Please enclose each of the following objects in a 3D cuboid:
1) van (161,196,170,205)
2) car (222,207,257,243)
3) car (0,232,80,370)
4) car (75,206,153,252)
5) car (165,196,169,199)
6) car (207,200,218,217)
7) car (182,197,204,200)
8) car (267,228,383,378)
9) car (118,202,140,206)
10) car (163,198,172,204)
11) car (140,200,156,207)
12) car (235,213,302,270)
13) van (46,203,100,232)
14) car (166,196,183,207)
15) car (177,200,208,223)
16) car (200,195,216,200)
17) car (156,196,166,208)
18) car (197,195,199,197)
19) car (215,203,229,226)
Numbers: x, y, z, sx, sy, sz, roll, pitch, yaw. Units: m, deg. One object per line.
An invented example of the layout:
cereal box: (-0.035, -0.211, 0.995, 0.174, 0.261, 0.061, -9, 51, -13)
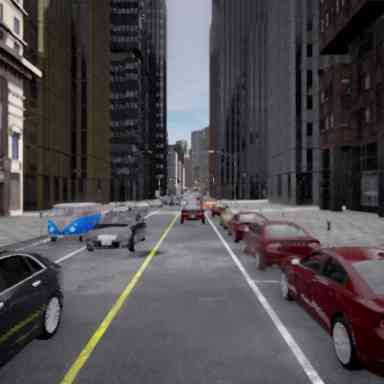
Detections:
van: (-5.757, 1.796, 71.933, 1.690, 1.788, 3.998, 0, 0, 0)
car: (2.777, 1.649, 16.665, 1.887, 1.381, 4.507, 0, 0, 0)
car: (-3.098, 1.530, 3.869, 1.837, 1.490, 4.892, 0, -1, 0)
car: (-3.087, 1.582, 14.477, 2.128, 1.511, 4.902, 0, 0, 0)
car: (-5.758, 1.734, 66.408, 2.192, 1.841, 5.009, 0, 0, 0)
car: (2.776, 1.754, 33.241, 1.887, 1.381, 4.507, 0, 0, 0)
car: (0.073, 1.762, 42.965, 2.128, 1.511, 4.902, 0, 0, 1)
car: (2.778, 1.580, 5.615, 1.887, 1.381, 4.507, 0, 0, 0)
car: (-5.770, 1.756, 27.733, 1.802, 1.307, 4.206, 0, 0, 0)
car: (-5.754, 2.015, 77.286, 1.752, 1.417, 4.829, 0, 0, 0)
car: (-5.766, 1.794, 38.783, 2.008, 1.369, 4.403, 0, 0, 0)
car: (2.777, 1.614, 11.140, 1.887, 1.381, 4.507, 0, 0, 0)
van: (-5.774, 1.445, 16.685, 1.690, 1.788, 3.998, 0, 0, 0)
car: (-3.020, 1.943, 60.109, 1.994, 1.385, 4.181, 0, 0, 1)
car: (0.065, 1.647, 26.937, 1.882, 1.535, 5.008, 0, -1, 0)
car: (2.395, 1.631, 44.204, 2.097, 1.767, 4.553, 0, 0, 0)
car: (-5.761, 1.873, 55.188, 1.752, 1.417, 4.829, 0, 0, 0)
car: (2.773, 1.771, 71.920, 2.192, 1.841, 5.009, 0, 0, 0)
car: (2.777, 1.666, 22.360, 1.752, 1.417, 4.829, 0, 0, 0)
